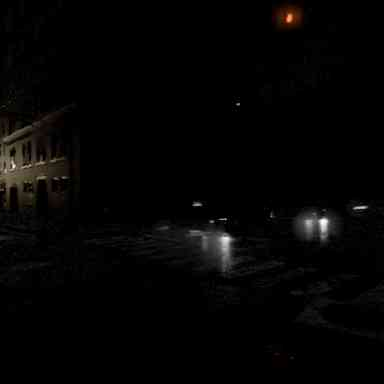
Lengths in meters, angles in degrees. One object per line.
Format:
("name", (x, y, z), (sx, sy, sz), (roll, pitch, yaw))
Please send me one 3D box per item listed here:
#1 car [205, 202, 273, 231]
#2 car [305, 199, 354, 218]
("car", (2.881, 1.362, 19.821), (4.892, 1.490, 1.837), (-1, 0, -42))
("car", (11.443, 1.270, 27.489), (5.357, 1.411, 2.033), (-1, 0, -42))
